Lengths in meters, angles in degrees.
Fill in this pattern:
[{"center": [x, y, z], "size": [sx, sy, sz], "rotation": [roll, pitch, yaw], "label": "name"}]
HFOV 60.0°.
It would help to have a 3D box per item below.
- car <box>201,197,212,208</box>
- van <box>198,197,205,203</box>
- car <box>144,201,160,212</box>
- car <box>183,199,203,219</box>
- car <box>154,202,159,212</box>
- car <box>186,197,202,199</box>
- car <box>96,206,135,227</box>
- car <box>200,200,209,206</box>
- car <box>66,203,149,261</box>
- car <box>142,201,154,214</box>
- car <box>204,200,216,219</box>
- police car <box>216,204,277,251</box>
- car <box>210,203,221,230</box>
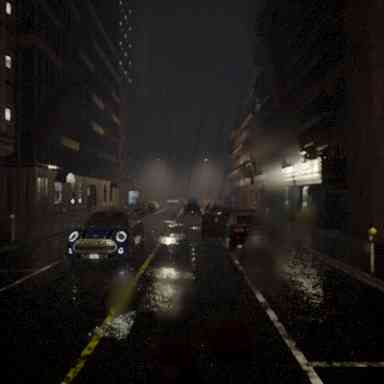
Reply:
[{"center": [2.691, 1.904, 47.952], "size": [1.967, 1.590, 4.097], "rotation": [0, -1, 0], "label": "car"}, {"center": [2.691, 2.270, 93.140], "size": [1.690, 1.788, 3.998], "rotation": [0, -1, 0], "label": "van"}, {"center": [-5.689, 1.987, 47.782], "size": [1.752, 1.417, 4.829], "rotation": [0, -1, 0], "label": "car"}, {"center": [0.053, 1.868, 37.774], "size": [1.837, 1.490, 4.892], "rotation": [0, 0, 0], "label": "car"}, {"center": [-5.690, 1.847, 42.305], "size": [1.967, 1.590, 4.097], "rotation": [0, -1, 0], "label": "car"}, {"center": [0.001, 1.718, 51.136], "size": [2.150, 2.045, 5.566], "rotation": [0, -1, 0], "label": "car"}, {"center": [-5.690, 1.807, 25.358], "size": [1.947, 1.339, 4.313], "rotation": [0, -1, 0], "label": "car"}, {"center": [2.691, 2.273, 70.545], "size": [1.802, 1.307, 4.206], "rotation": [0, -1, 0], "label": "car"}, {"center": [-3.100, 1.473, 12.787], "size": [2.097, 1.767, 4.553], "rotation": [0, -1, 0], "label": "car"}, {"center": [-5.689, 1.902, 36.655], "size": [2.008, 1.369, 4.403], "rotation": [0, -1, 0], "label": "car"}, {"center": [2.691, 1.902, 36.656], "size": [2.008, 1.369, 4.403], "rotation": [0, -1, 0], "label": "car"}, {"center": [2.367, 1.566, 14.884], "size": [1.930, 1.638, 5.238], "rotation": [0, -1, 0], "label": "police car"}, {"center": [2.692, 1.807, 25.359], "size": [1.947, 1.339, 4.313], "rotation": [0, -1, 0], "label": "car"}]
